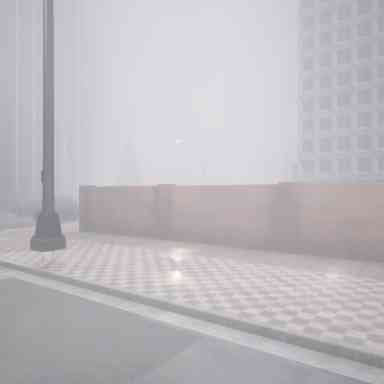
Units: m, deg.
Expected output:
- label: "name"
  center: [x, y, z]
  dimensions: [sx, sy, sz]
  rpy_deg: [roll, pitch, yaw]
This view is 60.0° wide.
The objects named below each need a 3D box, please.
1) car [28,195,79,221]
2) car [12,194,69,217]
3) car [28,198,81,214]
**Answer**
- label: "car"
  center: [-9.304, 1.352, 24.901]
  dimensions: [2.097, 1.767, 4.553]
  rpy_deg: [0, 0, 35]
- label: "car"
  center: [-13.736, 1.221, 31.121]
  dimensions: [2.150, 2.045, 5.566]
  rpy_deg: [0, 0, 35]
- label: "car"
  center: [-14.696, 1.478, 35.842]
  dimensions: [1.882, 1.535, 5.008]
  rpy_deg: [0, 0, 35]
